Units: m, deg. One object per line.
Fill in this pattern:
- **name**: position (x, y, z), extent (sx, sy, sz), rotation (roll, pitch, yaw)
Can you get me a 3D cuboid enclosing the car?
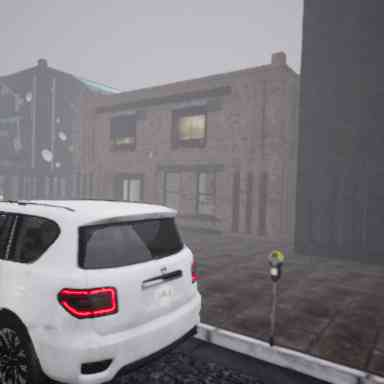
- **car**: position (-2.496, 1.113, 5.134), extent (5.566, 2.045, 2.150), rotation (2, 1, 35)
